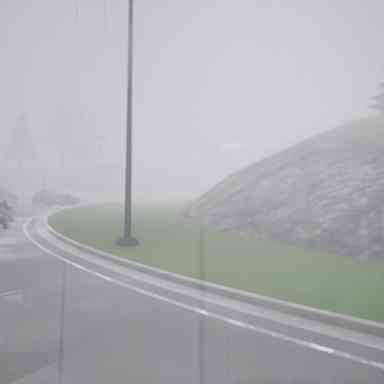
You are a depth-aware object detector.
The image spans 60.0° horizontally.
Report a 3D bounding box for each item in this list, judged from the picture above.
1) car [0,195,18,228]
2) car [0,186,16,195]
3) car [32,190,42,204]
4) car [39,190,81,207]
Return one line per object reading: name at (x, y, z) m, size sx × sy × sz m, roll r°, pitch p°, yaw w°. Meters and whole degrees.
car at (-10.888, 1.127, 18.218) m, size 2.033 × 1.411 × 5.357 m, roll 1°, pitch 1°, yaw -24°
car at (-21.059, 0.394, 35.634) m, size 2.150 × 2.045 × 5.566 m, roll 1°, pitch 0°, yaw 3°
car at (-17.055, 0.550, 39.880) m, size 2.097 × 1.767 × 4.553 m, roll 1°, pitch 1°, yaw 7°
car at (-14.127, 0.837, 36.482) m, size 2.033 × 1.411 × 5.357 m, roll 1°, pitch 1°, yaw 4°
